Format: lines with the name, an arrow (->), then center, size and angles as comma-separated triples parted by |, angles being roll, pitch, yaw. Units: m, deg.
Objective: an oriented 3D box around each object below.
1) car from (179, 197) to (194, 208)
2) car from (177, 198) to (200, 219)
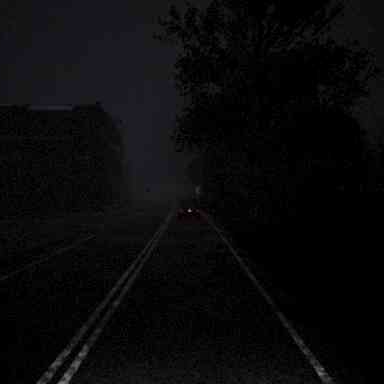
car -> -0.818, 1.452, 46.790 | 1.895, 1.301, 4.718 | 0, 1, -2
car -> -0.248, 1.502, 28.425 | 2.033, 1.411, 5.357 | 0, 0, -1
